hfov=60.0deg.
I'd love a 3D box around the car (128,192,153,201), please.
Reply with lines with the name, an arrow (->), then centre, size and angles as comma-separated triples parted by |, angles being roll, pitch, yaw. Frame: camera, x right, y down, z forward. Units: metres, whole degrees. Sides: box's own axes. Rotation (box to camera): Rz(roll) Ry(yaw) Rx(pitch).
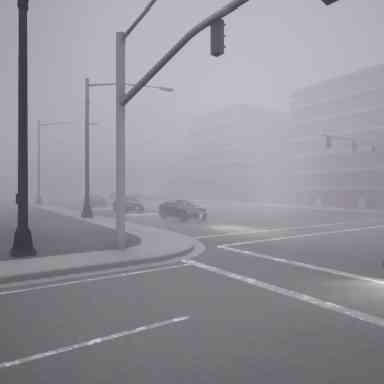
car -> -8.916, 0.844, 55.760 | 1.882, 1.535, 5.008 | 0, 1, -34

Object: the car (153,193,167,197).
car -> -6.026, 0.858, 57.734 | 2.128, 1.511, 4.902 | 0, 1, -34

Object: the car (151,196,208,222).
car -> -0.765, 1.358, 25.018 | 2.128, 1.511, 4.902 | 0, 1, -34

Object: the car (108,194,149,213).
car -> -6.487, 1.242, 33.404 | 1.812, 1.442, 4.674 | 0, 1, -34

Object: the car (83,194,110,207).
car -> -12.277, 1.013, 41.901 | 1.882, 1.535, 5.008 | 0, 1, -34

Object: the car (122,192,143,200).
car -> -11.904, 0.750, 66.344 | 2.033, 1.411, 5.357 | 0, 1, -34

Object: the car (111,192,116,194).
car -> -14.795, 0.708, 64.371 | 1.837, 1.490, 4.892 | 0, 1, -34

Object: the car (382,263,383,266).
car -> 7.492, 1.530, 9.320 | 5.357, 1.411, 2.033 | -1, 1, -35
